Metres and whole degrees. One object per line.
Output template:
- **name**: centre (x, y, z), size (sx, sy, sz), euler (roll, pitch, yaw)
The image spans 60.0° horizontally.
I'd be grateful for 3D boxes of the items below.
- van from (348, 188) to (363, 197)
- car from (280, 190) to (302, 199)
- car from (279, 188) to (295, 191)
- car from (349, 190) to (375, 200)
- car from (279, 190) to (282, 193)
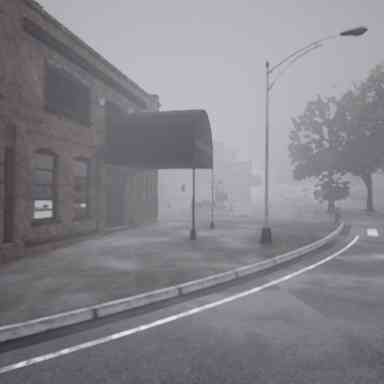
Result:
- **van**: centre (42.904, 0.649, 84.204), size (4.442, 1.987, 1.878), euler (0, 4, -5)
- **car**: centre (25.122, 1.087, 83.493), size (4.674, 1.452, 2.002), euler (-2, 3, -7)
- **car**: centre (26.438, 0.527, 89.227), size (4.553, 1.767, 2.185), euler (-2, 4, -7)
- **car**: centre (42.028, 1.075, 81.313), size (5.008, 1.535, 2.097), euler (0, 4, -5)
- **car**: centre (25.794, 0.879, 86.371), size (4.792, 1.488, 2.163), euler (-2, 3, -7)
